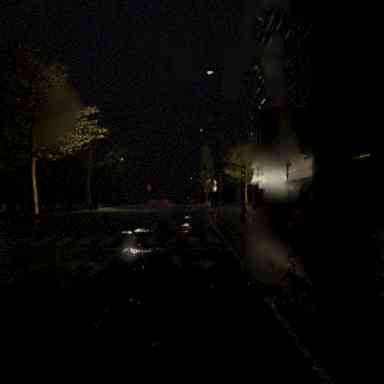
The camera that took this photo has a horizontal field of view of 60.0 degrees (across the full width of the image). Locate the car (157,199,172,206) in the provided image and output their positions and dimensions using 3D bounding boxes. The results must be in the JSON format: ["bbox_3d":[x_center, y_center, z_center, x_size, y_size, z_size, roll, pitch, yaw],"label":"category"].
[{"bbox_3d":[-6.608,2.491,80.132,1.882,1.535,5.008,0,-1,0],"label":"car"}]

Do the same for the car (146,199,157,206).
[{"bbox_3d":[-9.858,2.491,80.128,1.882,1.535,5.008,0,-1,0],"label":"car"}]
